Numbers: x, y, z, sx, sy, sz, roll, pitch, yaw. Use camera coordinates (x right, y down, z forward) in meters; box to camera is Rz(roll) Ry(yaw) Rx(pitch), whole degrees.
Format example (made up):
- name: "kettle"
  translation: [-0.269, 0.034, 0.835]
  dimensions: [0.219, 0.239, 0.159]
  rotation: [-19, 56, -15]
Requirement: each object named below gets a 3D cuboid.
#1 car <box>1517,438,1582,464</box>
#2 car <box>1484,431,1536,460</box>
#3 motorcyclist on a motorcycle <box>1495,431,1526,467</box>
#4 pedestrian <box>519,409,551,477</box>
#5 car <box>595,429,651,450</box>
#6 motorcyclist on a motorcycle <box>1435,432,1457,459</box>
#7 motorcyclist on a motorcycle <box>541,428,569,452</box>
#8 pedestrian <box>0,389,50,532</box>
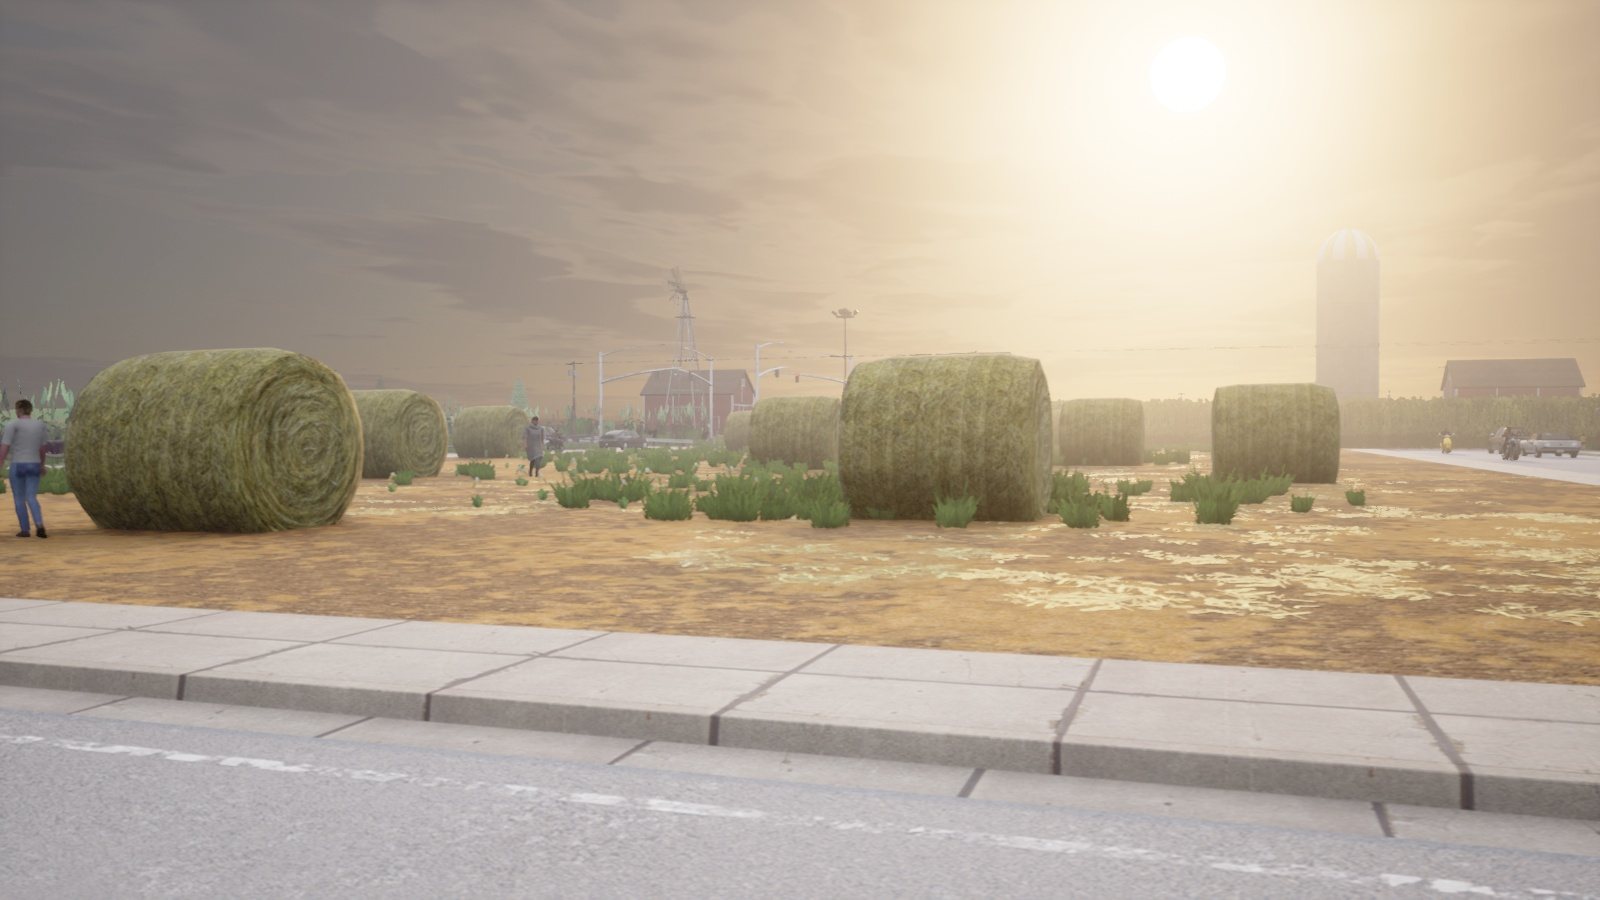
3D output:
- name: "car"
  translation: [39.182, 0.030, 65.734]
  dimensions: [1.895, 1.301, 4.718]
  rotation: [1, 1, 18]
- name: "car"
  translation: [41.803, -0.295, 74.006]
  dimensions: [1.851, 1.617, 3.988]
  rotation: [1, 1, 18]
- name: "motorcyclist on a motorcycle"
  translation: [33.411, -0.043, 59.086]
  dimensions: [0.766, 1.649, 2.350]
  rotation: [1, 1, 18]
- name: "pedestrian"
  translation: [-7.713, -0.206, 36.553]
  dimensions: [0.659, 1.952, 0.873]
  rotation: [0, 1, -31]
- name: "car"
  translation: [-12.558, -0.774, 89.415]
  dimensions: [1.837, 1.490, 4.892]
  rotation: [1, 1, 21]
- name: "motorcyclist on a motorcycle"
  translation: [38.198, -0.266, 74.284]
  dimensions: [0.866, 1.590, 1.817]
  rotation: [1, 1, 17]
- name: "motorcyclist on a motorcycle"
  translation: [-15.814, -0.677, 81.104]
  dimensions: [0.797, 1.523, 2.044]
  rotation: [1, 1, 21]
- name: "pedestrian"
  translation: [-10.172, 0.126, 16.441]
  dimensions: [0.706, 1.836, 0.354]
  rotation: [1, 1, 36]
